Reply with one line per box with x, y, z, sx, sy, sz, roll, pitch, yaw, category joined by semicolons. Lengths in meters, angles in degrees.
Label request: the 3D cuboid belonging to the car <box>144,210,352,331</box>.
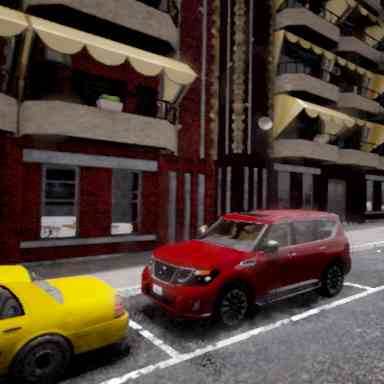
1.452;1.359;7.168;5.009;1.841;2.192;0;1;-36;car

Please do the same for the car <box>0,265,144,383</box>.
-3.157;1.552;3.810;4.829;1.417;1.752;0;1;-36;car
